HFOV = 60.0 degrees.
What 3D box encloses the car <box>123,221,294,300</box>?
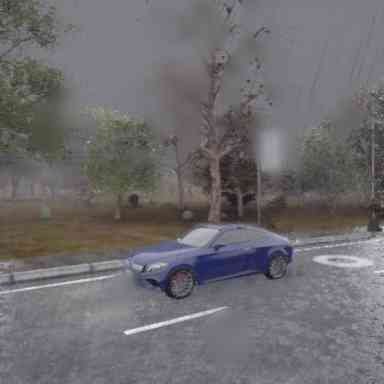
[{"bbox_3d":[0.604,1.508,8.456,4.674,1.442,1.812,0,0,-33],"label":"car"}]
